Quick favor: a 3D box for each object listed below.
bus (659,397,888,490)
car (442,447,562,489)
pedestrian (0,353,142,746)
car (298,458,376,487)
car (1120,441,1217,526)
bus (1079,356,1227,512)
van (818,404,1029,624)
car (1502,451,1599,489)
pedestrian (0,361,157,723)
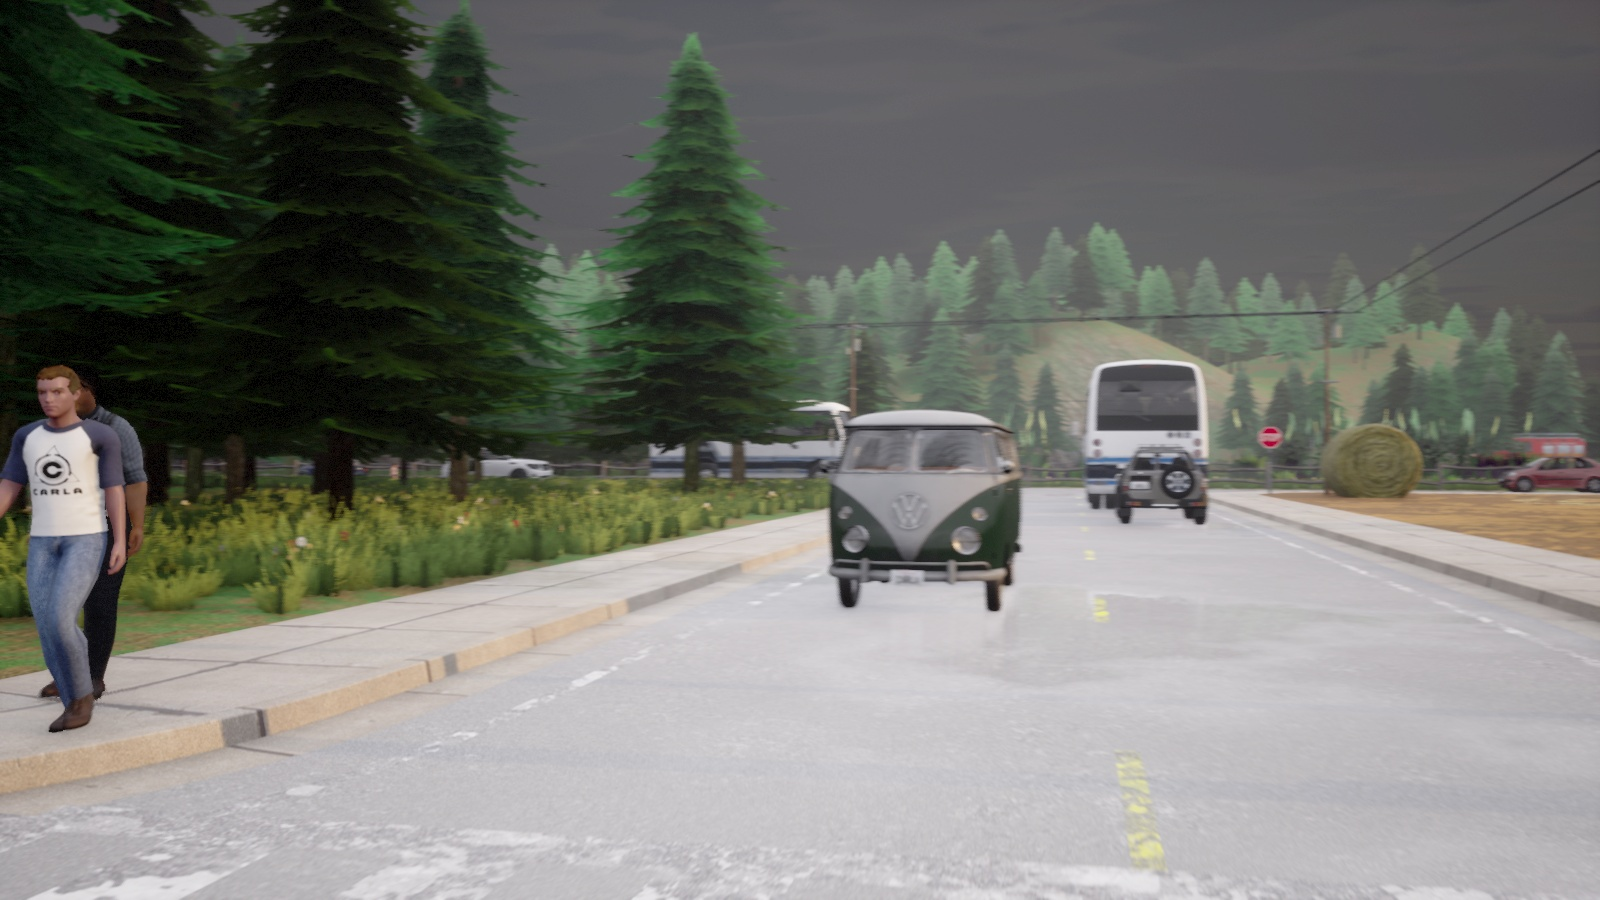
[{"bbox_3d":[-1.224,-0.259,60.234,10.273,4.253,3.944,0,0,15],"label":"bus"},{"bbox_3d":[-15.110,0.906,63.808,5.566,2.045,2.150,0,0,13],"label":"car"},{"bbox_3d":[-3.616,0.465,6.233,0.354,1.836,0.706,0,0,-2],"label":"pedestrian"},{"bbox_3d":[-25.771,1.240,69.975,3.705,1.549,1.789,0,0,14],"label":"car"},{"bbox_3d":[8.665,0.743,29.846,1.932,1.855,4.605,0,0,13],"label":"car"},{"bbox_3d":[10.855,-0.393,39.756,3.944,4.253,10.273,0,0,12],"label":"bus"},{"bbox_3d":[1.519,0.596,13.743,1.775,1.987,4.442,0,0,13],"label":"van"},{"bbox_3d":[32.944,0.876,54.528,3.988,1.617,1.851,0,0,15],"label":"car"},{"bbox_3d":[-3.890,0.469,6.783,0.540,1.848,0.694,0,0,-8],"label":"pedestrian"}]
